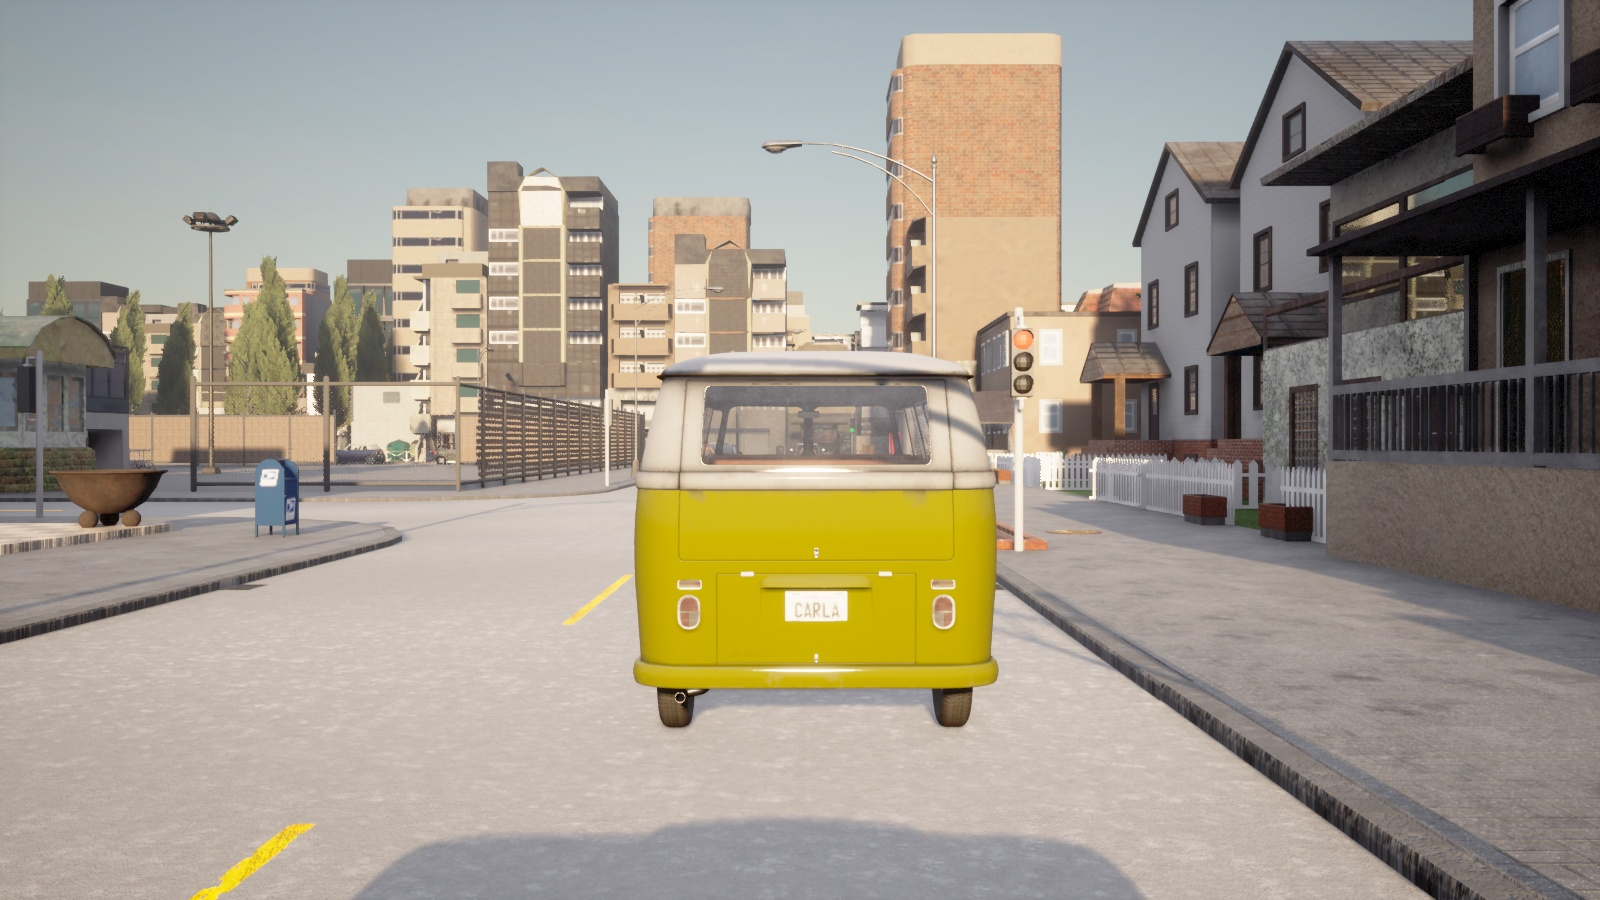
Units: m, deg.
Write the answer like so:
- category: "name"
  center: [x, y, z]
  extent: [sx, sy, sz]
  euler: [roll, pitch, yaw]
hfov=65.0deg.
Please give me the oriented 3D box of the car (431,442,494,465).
- category: "car"
  center: [-22.380, 0.236, 83.458]
  extent: [3.705, 1.549, 1.789]
  euler: [0, 0, 0]

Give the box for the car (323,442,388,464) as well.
- category: "car"
  center: [-30.965, 0.193, 87.498]
  extent: [3.806, 1.475, 1.970]
  euler: [0, 0, 0]

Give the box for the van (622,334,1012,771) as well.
- category: "van"
  center: [0.070, 0.454, 7.932]
  extent: [1.775, 1.987, 4.442]
  euler: [0, 0, 0]

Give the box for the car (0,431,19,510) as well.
- category: "car"
  center: [-19.093, 0.430, 25.870]
  extent: [4.611, 1.667, 2.242]
  euler: [0, 0, 0]
